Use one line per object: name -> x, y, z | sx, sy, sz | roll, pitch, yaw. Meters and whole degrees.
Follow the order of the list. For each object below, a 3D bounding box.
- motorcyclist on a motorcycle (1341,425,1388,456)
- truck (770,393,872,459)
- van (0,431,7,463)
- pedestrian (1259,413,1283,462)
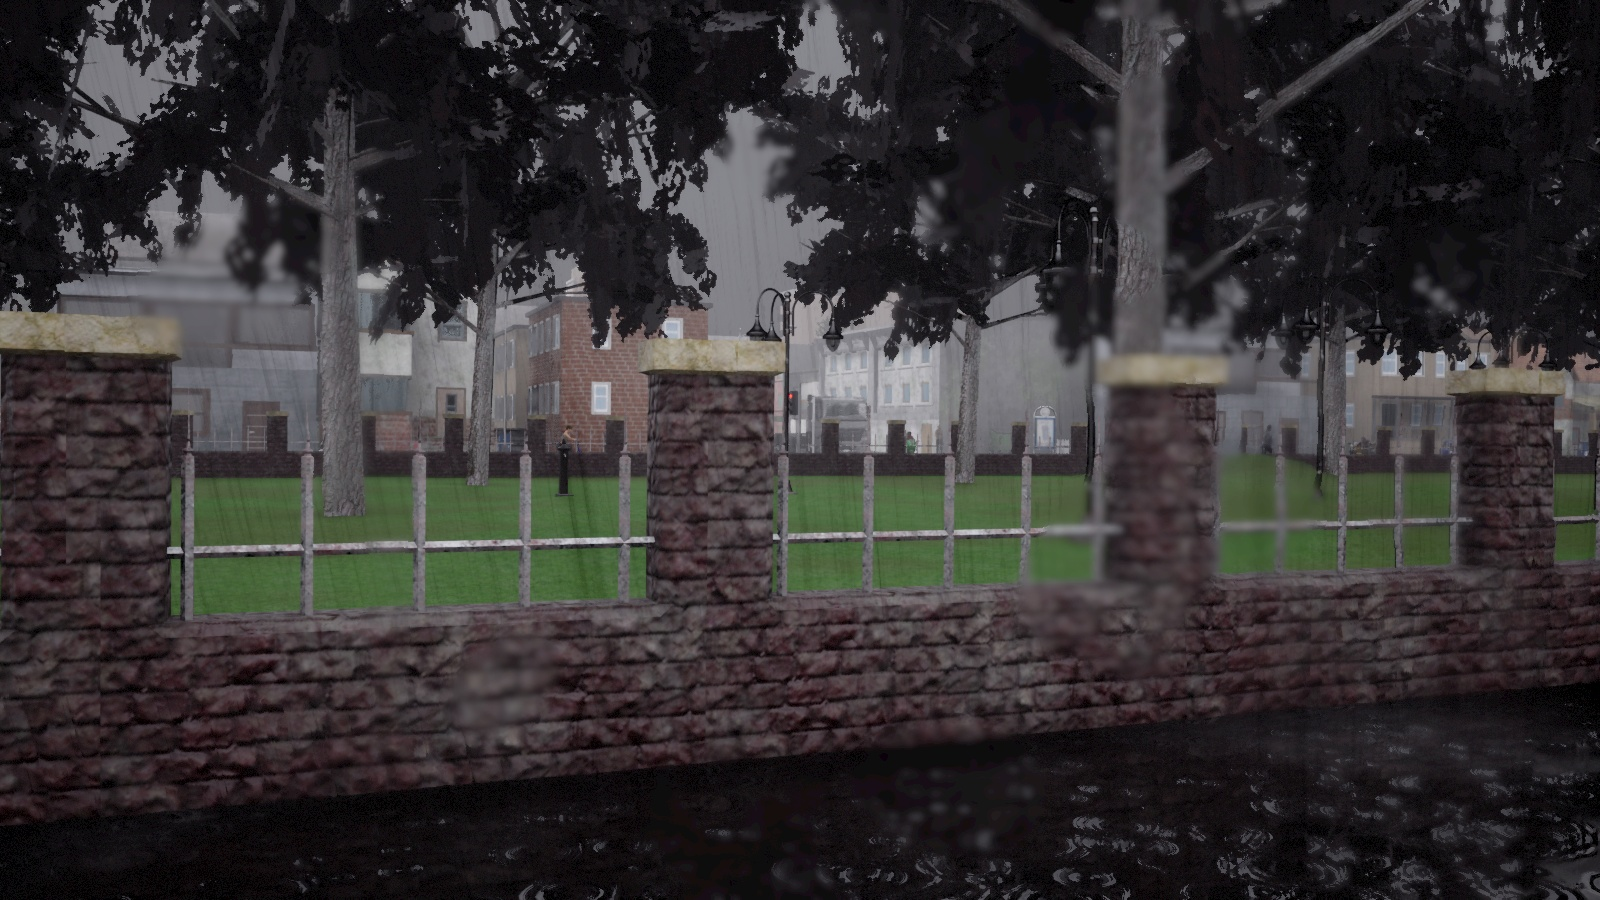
motorcyclist on a motorcycle -> 28.501, -0.507, 63.443 | 2.191, 1.530, 0.866 | -1, 1, -21
truck -> 1.034, -1.330, 69.668 | 2.891, 3.462, 7.936 | -1, 1, -21
van -> -50.693, -0.168, 77.829 | 1.775, 1.987, 4.442 | -1, 1, -21
pedestrian -> 18.661, -0.503, 49.729 | 0.788, 1.949, 0.423 | -1, 1, -21
